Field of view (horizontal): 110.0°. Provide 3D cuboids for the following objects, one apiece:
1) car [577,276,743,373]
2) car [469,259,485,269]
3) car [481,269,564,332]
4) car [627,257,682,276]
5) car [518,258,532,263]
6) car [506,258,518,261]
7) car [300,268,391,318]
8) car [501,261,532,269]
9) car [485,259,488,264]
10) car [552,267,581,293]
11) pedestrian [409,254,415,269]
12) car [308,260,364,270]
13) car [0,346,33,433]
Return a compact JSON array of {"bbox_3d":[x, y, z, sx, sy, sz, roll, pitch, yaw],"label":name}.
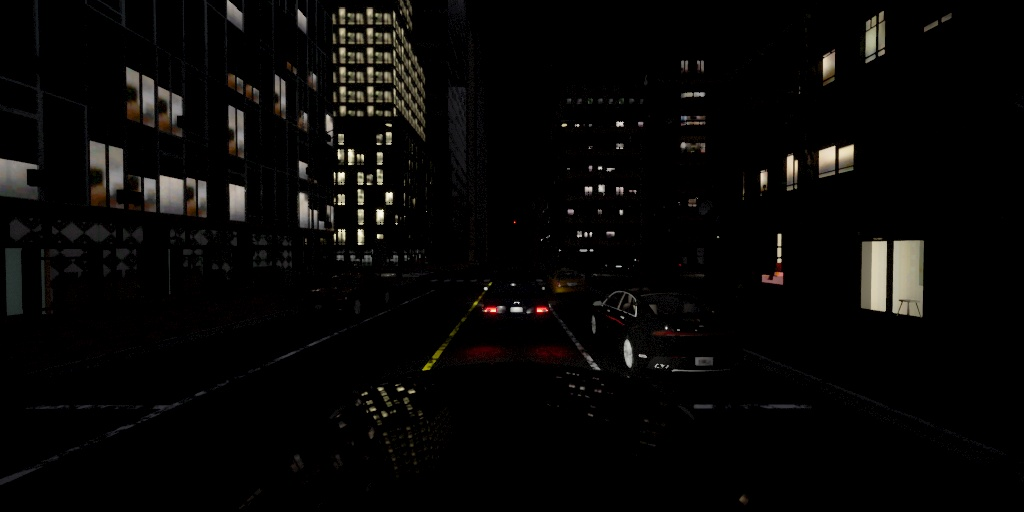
[{"bbox_3d":[2.807,1.299,7.407,2.007,1.370,4.403,0,0,0],"label":"car"},{"bbox_3d":[-5.793,1.263,56.466,1.751,1.417,4.829,0,0,0],"label":"car"},{"bbox_3d":[0.085,1.295,10.845,2.033,1.411,5.357,0,0,0],"label":"car"},{"bbox_3d":[15.565,1.081,39.265,5.566,2.045,2.150,1,1,1],"label":"car"},{"bbox_3d":[2.577,1.288,62.305,2.007,1.370,4.403,0,0,0],"label":"car"},{"bbox_3d":[-0.017,1.089,62.380,2.097,1.767,4.553,0,0,0],"label":"car"},{"bbox_3d":[-5.843,1.292,13.094,1.888,1.381,4.507,0,0,0],"label":"car"},{"bbox_3d":[0.057,1.249,21.267,1.837,1.490,4.892,0,0,0],"label":"car"},{"bbox_3d":[-5.803,1.303,62.290,1.948,1.339,4.313,0,0,0],"label":"car"},{"bbox_3d":[2.786,1.271,18.866,1.751,1.417,4.829,0,0,0],"label":"car"},{"bbox_3d":[-12.629,0.669,45.140,0.375,1.860,0.375,0,0,1],"label":"pedestrian"},{"bbox_3d":[-17.646,1.108,36.476,5.008,1.535,1.882,0,1,-1],"label":"car"},{"bbox_3d":[-5.796,1.300,1.804,2.007,1.370,4.403,0,0,0],"label":"car"}]
